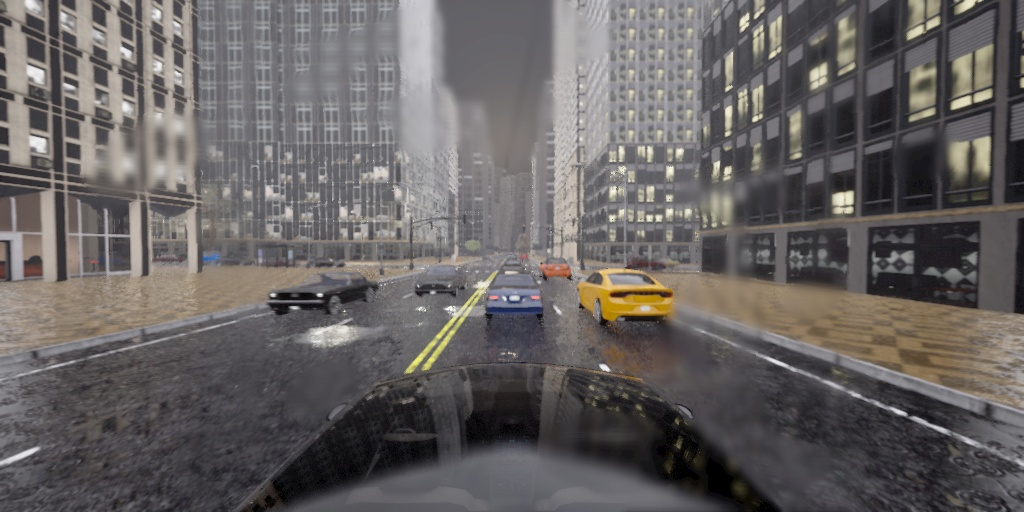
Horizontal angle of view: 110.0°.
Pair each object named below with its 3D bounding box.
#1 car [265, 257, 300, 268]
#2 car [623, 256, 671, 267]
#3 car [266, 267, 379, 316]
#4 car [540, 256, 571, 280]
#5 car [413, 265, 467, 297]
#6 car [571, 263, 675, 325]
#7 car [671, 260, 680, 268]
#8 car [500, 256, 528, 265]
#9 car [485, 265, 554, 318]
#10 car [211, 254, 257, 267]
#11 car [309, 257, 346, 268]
[{"bbox_3d":[-28.509,0.801,44.378,4.207,1.307,1.802,0,0,1],"label":"car"},{"bbox_3d":[16.102,0.903,43.823,5.009,1.841,2.192,0,0,1],"label":"car"},{"bbox_3d":[-6.622,1.260,13.141,1.895,1.301,4.718,0,0,0],"label":"car"},{"bbox_3d":[3.294,0.872,28.041,2.097,1.767,4.553,0,1,0],"label":"car"},{"bbox_3d":[-3.381,1.161,17.997,2.033,1.411,5.357,0,0,0],"label":"car"},{"bbox_3d":[3.327,1.144,11.423,1.882,1.535,5.008,0,0,0],"label":"car"},{"bbox_3d":[21.693,0.955,52.120,4.829,1.417,1.751,0,0,1],"label":"car"},{"bbox_3d":[0.043,1.005,28.903,2.128,1.511,4.902,0,0,0],"label":"car"},{"bbox_3d":[0.080,1.206,12.548,2.033,1.411,5.357,0,0,0],"label":"car"},{"bbox_3d":[-34.190,0.736,44.538,4.313,1.339,1.948,0,0,1],"label":"car"},{"bbox_3d":[-22.824,0.834,44.258,4.313,1.339,1.948,0,0,1],"label":"car"}]
